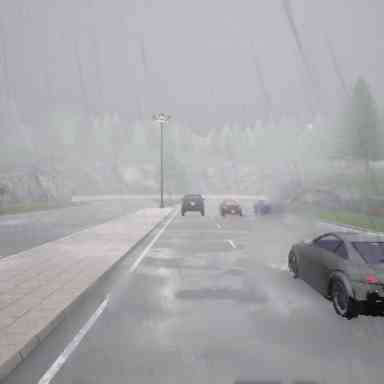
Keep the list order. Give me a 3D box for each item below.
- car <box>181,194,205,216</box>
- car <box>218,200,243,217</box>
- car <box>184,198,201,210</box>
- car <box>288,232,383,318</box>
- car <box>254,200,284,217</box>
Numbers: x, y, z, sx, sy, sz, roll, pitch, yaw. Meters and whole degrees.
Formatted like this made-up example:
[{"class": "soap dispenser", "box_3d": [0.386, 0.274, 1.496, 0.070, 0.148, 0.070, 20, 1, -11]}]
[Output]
[{"class": "car", "box_3d": [0.094, 1.220, 33.044, 2.150, 2.045, 5.566, 0, 0, 0]}, {"class": "car", "box_3d": [3.601, 1.526, 31.582, 1.812, 1.442, 4.674, 0, 0, 0]}, {"class": "car", "box_3d": [0.097, 1.547, 43.395, 2.033, 1.411, 5.357, 0, 0, 0]}, {"class": "car", "box_3d": [3.599, 1.564, 7.397, 1.994, 1.385, 4.181, 0, 0, 0]}, {"class": "car", "box_3d": [7.100, 1.478, 31.085, 1.882, 1.535, 5.008, 0, 0, 0]}]
